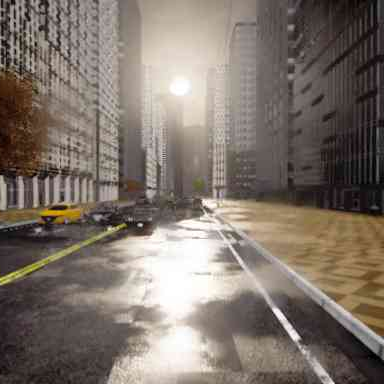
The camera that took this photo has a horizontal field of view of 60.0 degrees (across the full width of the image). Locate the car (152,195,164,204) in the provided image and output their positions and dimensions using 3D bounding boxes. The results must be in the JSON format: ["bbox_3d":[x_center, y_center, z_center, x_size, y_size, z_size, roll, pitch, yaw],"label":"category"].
[{"bbox_3d":[-6.509,1.580,65.904,2.150,2.045,5.566,0,0,0],"label":"car"}]

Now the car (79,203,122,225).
[{"bbox_3d":[-6.599,1.628,25.617,2.128,1.511,4.902,0,0,0],"label":"car"}]

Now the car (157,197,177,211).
[{"bbox_3d":[-3.151,1.739,44.011,1.837,1.490,4.892,0,-1,0],"label":"car"}]

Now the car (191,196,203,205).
[{"bbox_3d":[1.136,1.863,66.745,1.837,1.490,4.892,0,0,0],"label":"car"}]

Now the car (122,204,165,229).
[{"bbox_3d":[-3.150,1.722,22.584,1.895,1.301,4.718,0,0,0],"label":"car"}]

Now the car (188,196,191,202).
[{"bbox_3d":[-0.002,1.910,85.972,2.033,1.411,5.357,0,0,0],"label":"car"}]

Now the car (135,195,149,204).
[{"bbox_3d":[-9.759,1.580,65.488,2.150,2.045,5.566,0,0,0],"label":"car"}]

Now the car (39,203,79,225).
[{"bbox_3d":[-9.850,1.613,25.336,1.882,1.535,5.008,0,0,0],"label":"car"}]
